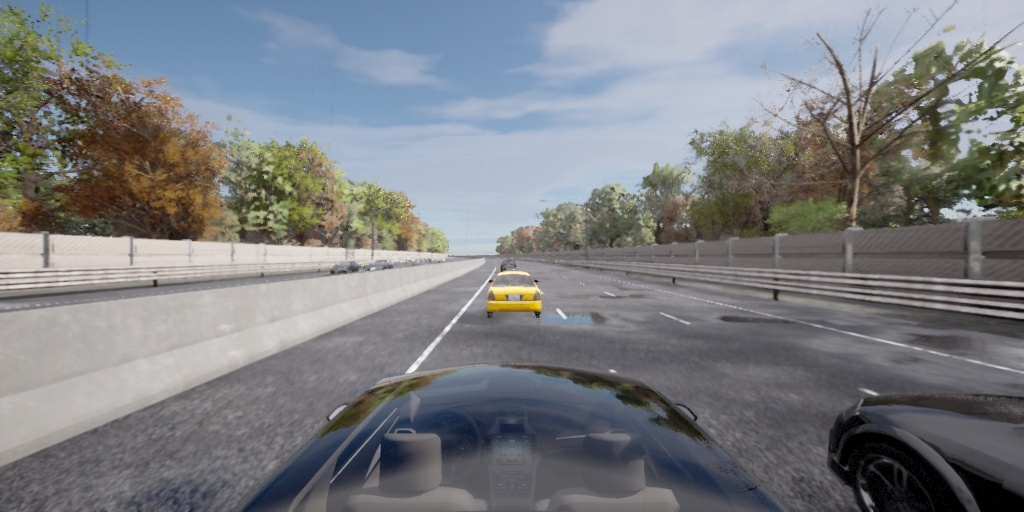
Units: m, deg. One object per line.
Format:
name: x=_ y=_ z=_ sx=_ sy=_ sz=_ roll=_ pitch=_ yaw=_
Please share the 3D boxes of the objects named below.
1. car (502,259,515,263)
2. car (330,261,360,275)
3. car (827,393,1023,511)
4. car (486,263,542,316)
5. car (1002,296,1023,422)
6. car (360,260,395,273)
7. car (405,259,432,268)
car: x=-0.443 y=1.195 z=44.463 sx=2.033 sy=1.649 sz=4.856 roll=0 pitch=0 yaw=-1
car: x=-18.014 y=1.287 z=39.114 sx=1.812 sy=1.442 sz=4.674 roll=0 pitch=0 yaw=-1
car: x=3.592 y=1.313 z=1.203 sx=1.994 sy=1.385 sz=4.181 roll=0 pitch=0 yaw=0
car: x=0.048 y=1.210 z=13.238 sx=1.801 sy=1.575 sz=5.366 roll=0 pitch=0 yaw=0
car: x=7.091 y=1.253 z=2.070 sx=1.837 sy=1.490 sz=4.892 roll=0 pitch=0 yaw=0
car: x=-14.528 y=1.253 z=39.843 sx=2.128 sy=1.511 sz=4.902 roll=0 pitch=0 yaw=-1
car: x=-11.075 y=1.364 z=42.079 sx=1.895 sy=1.301 sz=4.718 roll=0 pitch=0 yaw=-1
